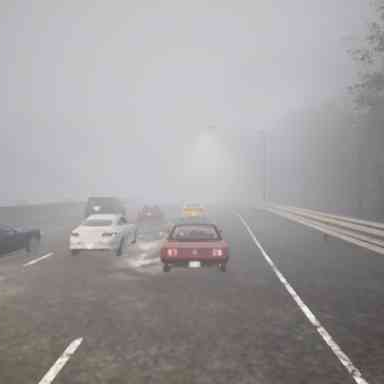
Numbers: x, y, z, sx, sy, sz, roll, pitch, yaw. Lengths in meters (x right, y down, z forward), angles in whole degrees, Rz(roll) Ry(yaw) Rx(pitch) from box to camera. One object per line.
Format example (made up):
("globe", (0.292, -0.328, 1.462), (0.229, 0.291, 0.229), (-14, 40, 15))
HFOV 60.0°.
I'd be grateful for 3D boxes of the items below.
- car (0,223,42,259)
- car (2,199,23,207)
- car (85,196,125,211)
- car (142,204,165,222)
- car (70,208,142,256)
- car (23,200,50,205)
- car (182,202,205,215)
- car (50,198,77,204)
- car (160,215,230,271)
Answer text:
("car", (-6.913, 1.662, 11.131), (1.895, 1.301, 4.718), (0, 0, 0))
("car", (-24.550, 1.780, 46.534), (1.837, 1.490, 4.892), (0, -1, 0))
("car", (-6.900, 1.371, 26.819), (2.150, 2.045, 5.566), (0, 0, 0))
("car", (-3.399, 1.724, 28.383), (1.994, 1.385, 4.181), (0, 0, 0))
("car", (-3.405, 1.599, 13.400), (1.812, 1.442, 4.674), (0, 0, 0))
("car", (-21.053, 1.798, 46.318), (1.812, 1.442, 4.674), (0, -1, 0))
("car", (0.102, 1.644, 29.342), (1.882, 1.535, 5.008), (0, 0, 0))
("car", (-17.555, 1.625, 46.528), (2.097, 1.767, 4.553), (0, 0, 0))
("car", (0.088, 1.662, 11.135), (1.895, 1.301, 4.718), (0, 0, 0))
